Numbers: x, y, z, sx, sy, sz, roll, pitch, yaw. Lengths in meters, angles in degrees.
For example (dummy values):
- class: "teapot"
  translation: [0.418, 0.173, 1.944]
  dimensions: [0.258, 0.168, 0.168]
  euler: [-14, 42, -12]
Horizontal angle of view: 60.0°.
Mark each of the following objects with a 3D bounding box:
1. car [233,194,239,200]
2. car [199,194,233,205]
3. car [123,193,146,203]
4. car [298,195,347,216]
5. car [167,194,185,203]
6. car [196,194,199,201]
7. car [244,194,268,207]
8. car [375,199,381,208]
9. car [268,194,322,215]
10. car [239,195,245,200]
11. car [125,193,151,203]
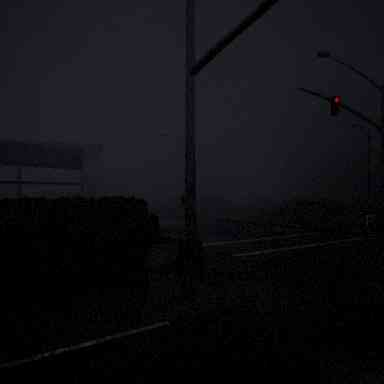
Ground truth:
- class: "car"
  translation: [9.441, 1.232, 77.918]
  dimensions: [3.806, 1.475, 1.970]
  euler: [0, 0, -35]
- class: "car"
  translation: [3.944, 1.298, 54.826]
  dimensions: [4.514, 1.523, 2.007]
  euler: [0, 0, -35]
- class: "car"
  translation: [-10.961, 1.077, 63.595]
  dimensions: [3.866, 1.878, 1.905]
  euler: [0, 0, -35]
- class: "car"
  translation: [12.030, 1.340, 29.984]
  dimensions: [4.514, 1.523, 2.007]
  euler: [0, 0, -35]
- class: "car"
  translation: [-2.634, 1.097, 65.428]
  dimensions: [4.605, 1.855, 1.932]
  euler: [0, 0, -35]
- class: "car"
  translation: [1.567, 1.298, 76.863]
  dimensions: [4.514, 1.523, 2.007]
  euler: [0, 0, -35]
- class: "car"
  translation: [9.654, 1.320, 46.625]
  dimensions: [3.633, 1.501, 1.845]
  euler: [0, 0, -35]
- class: "car"
  translation: [25.542, 1.384, 43.130]
  dimensions: [3.806, 1.475, 1.970]
  euler: [0, 0, -35]
- class: "car"
  translation: [10.184, 1.330, 32.521]
  dimensions: [5.027, 1.636, 2.152]
  euler: [0, 0, -35]
- class: "car"
  translation: [13.395, 1.154, 72.853]
  dimensions: [5.027, 1.636, 2.152]
  euler: [0, 0, -35]
- class: "car"
  translation: [-9.550, 1.361, 60.523]
  dimensions: [3.806, 1.475, 1.970]
  euler: [0, 0, -35]
